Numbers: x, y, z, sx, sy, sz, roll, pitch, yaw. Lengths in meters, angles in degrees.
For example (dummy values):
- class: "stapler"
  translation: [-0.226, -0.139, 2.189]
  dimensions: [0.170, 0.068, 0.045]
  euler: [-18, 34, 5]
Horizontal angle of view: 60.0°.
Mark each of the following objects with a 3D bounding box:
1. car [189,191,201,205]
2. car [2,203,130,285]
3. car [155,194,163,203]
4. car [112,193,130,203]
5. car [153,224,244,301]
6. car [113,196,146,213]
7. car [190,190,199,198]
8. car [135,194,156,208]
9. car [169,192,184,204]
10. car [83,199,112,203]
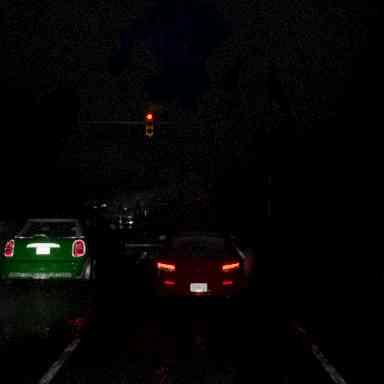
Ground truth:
- class: "car"
  translation: [0.508, 1.270, 56.721]
  dimensions: [2.097, 1.767, 4.553]
  euler: [0, 1, 0]
- class: "car"
  translation: [-3.360, 1.352, 9.659]
  dimensions: [2.097, 1.767, 4.553]
  euler: [0, 0, 0]
- class: "car"
  translation: [-6.592, 1.183, 63.141]
  dimensions: [1.837, 1.490, 4.892]
  euler: [0, 2, 1]
- class: "car"
  translation: [-10.249, 1.223, 48.503]
  dimensions: [2.150, 2.045, 5.566]
  euler: [0, 0, 1]
- class: "car"
  translation: [0.132, 1.526, 8.192]
  dimensions: [1.812, 1.442, 4.674]
  euler: [0, 0, 0]
- class: "car"
  translation: [-6.841, 1.491, 37.003]
  dimensions: [2.128, 1.511, 4.902]
  euler: [0, 0, 2]
- class: "car"
  translation: [0.575, 0.473, 76.766]
  dimensions: [1.837, 1.490, 4.892]
  euler: [0, 3, 0]
- class: "car"
  translation: [-6.763, 1.490, 47.118]
  dimensions: [2.128, 1.511, 4.902]
  euler: [0, 0, 1]
- class: "car"
  translation: [-2.969, 1.310, 59.511]
  dimensions: [1.882, 1.535, 5.008]
  euler: [0, 2, 0]
- class: "car"
  translation: [-10.367, 1.477, 35.428]
  dimensions: [1.882, 1.535, 5.008]
  euler: [0, 0, 1]
